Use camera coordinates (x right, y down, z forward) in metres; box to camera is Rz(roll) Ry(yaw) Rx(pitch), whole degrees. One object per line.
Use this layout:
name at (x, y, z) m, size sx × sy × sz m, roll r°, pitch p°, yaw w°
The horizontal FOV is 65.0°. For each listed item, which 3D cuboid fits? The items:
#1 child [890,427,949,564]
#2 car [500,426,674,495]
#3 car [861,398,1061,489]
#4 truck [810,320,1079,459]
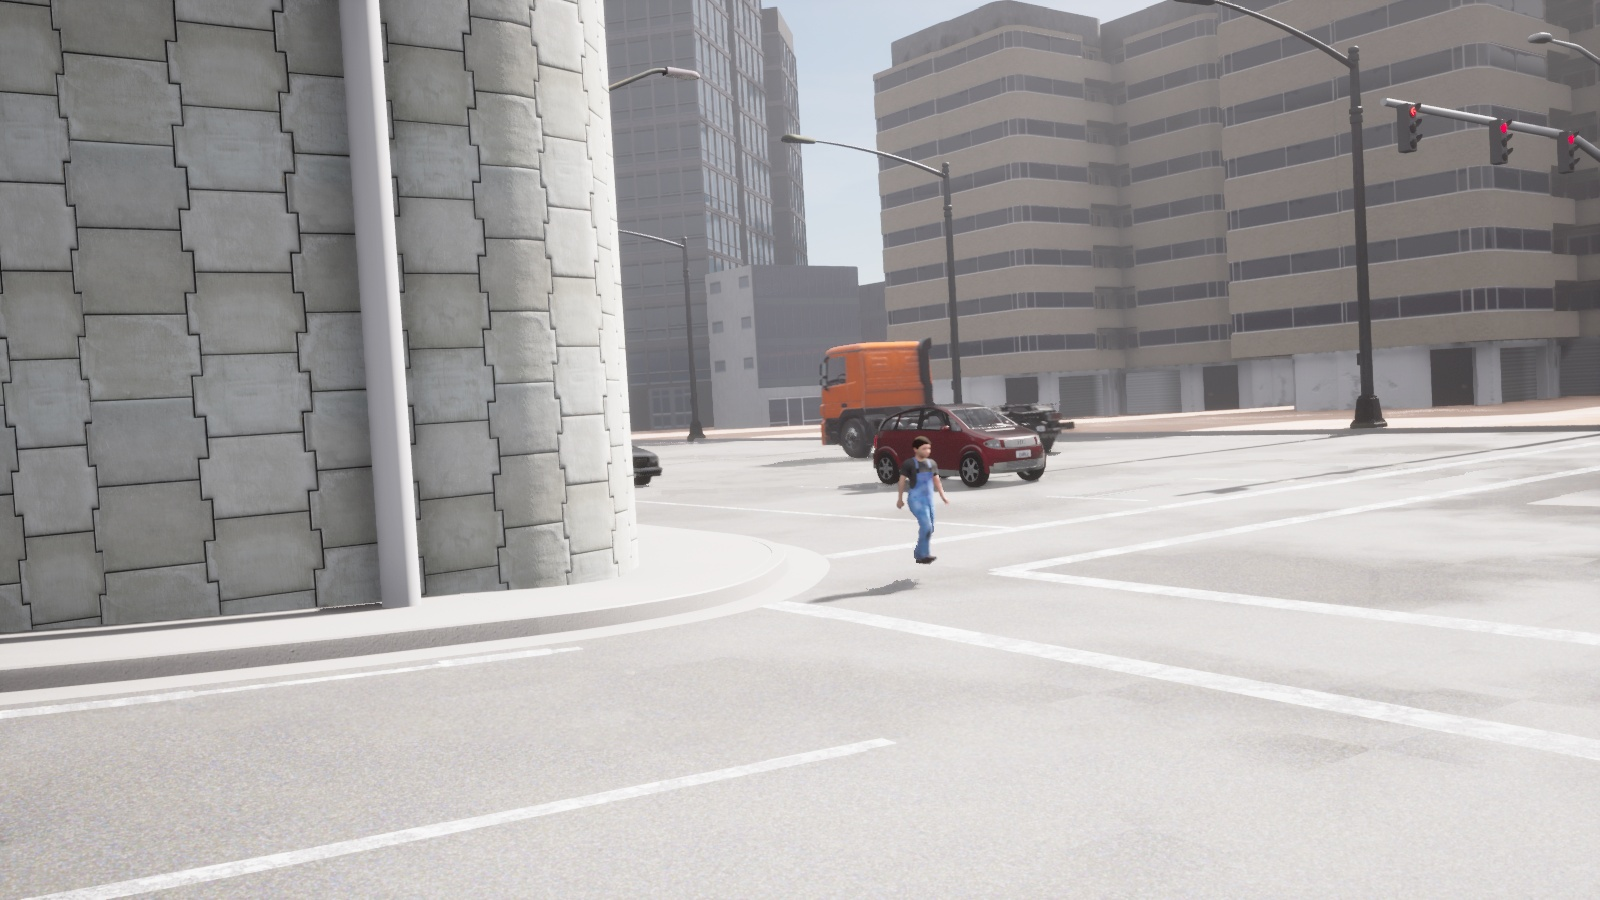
child at (1.134, 0.424, 11.920) m, size 0.270 × 1.263 × 0.437 m, roll -5°, pitch 3°, yaw -34°
car at (-5.327, 0.222, 30.710) m, size 2.033 × 1.411 × 5.357 m, roll -5°, pitch 3°, yaw -35°
car at (3.080, -0.136, 24.671) m, size 1.789 × 1.549 × 3.705 m, roll -5°, pitch 3°, yaw -34°
truck at (3.851, -1.585, 35.713) m, size 2.891 × 3.462 × 7.936 m, roll -5°, pitch 3°, yaw -35°
